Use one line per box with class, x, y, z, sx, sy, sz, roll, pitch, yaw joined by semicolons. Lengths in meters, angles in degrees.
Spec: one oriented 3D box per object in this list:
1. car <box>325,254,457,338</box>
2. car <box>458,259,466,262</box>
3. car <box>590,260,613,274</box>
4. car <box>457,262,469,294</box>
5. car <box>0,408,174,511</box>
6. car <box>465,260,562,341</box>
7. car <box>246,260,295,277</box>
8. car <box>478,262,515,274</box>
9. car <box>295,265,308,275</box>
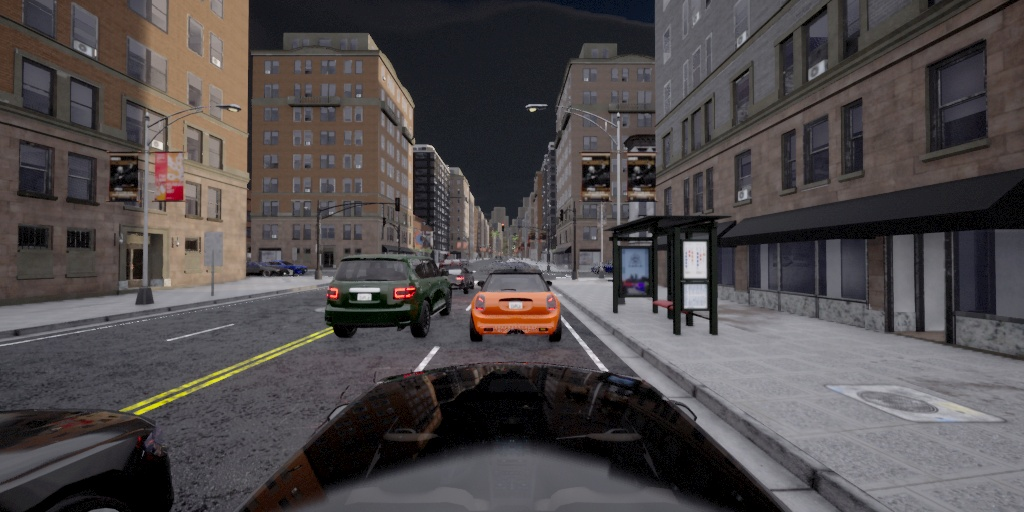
car;-3.173;0.974;10.373;2.150;2.045;5.566;0;0;0
car;-9.966;1.293;64.364;1.812;1.442;4.674;0;0;0
car;11.577;1.227;42.138;4.553;1.767;2.097;0;-1;0
car;-3.202;1.282;20.080;1.812;1.442;4.674;0;0;0
car;-3.144;1.241;0.335;2.128;1.511;4.902;0;0;0
car;0.079;1.104;9.988;2.097;1.767;4.553;0;0;0
car;-22.923;1.175;31.978;5.357;1.411;2.033;0;-1;0
car;-1.760;1.399;42.053;4.181;1.385;1.994;0;-1;0
car;-22.793;1.149;35.228;5.008;1.535;1.882;0;-1;0
